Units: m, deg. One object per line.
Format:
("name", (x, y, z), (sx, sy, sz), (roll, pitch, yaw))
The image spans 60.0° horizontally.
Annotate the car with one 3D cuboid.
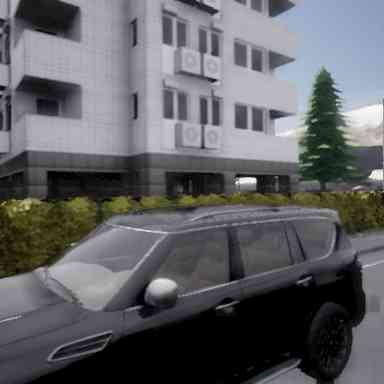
("car", (-0.197, 1.214, 3.869), (5.566, 2.045, 2.150), (-1, 0, -36))
